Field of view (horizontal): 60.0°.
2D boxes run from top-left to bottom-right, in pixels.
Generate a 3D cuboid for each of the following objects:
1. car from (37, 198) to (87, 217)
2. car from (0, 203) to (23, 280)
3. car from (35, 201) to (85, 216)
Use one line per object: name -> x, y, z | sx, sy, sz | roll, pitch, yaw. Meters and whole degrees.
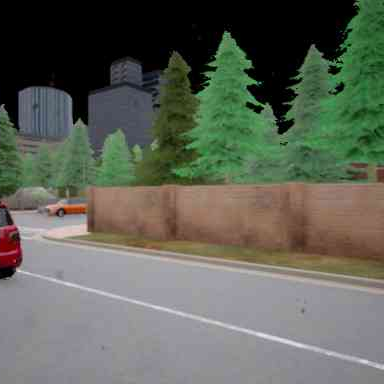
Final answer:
car -> -11.992, 1.432, 32.192 | 2.097, 1.767, 4.553 | 0, 0, 35
car -> -6.682, 1.252, 8.932 | 5.566, 2.045, 2.150 | 0, 0, 38
car -> -13.951, 1.691, 35.482 | 1.895, 1.301, 4.718 | 0, 0, 35
